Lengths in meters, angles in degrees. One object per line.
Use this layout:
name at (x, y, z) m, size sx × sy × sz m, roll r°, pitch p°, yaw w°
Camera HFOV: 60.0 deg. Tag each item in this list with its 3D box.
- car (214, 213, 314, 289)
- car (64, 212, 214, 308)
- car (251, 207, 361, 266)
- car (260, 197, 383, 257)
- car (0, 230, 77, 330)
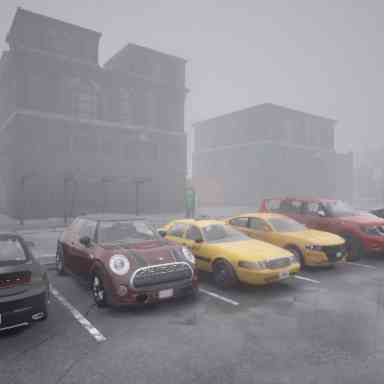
car at (0.497, 1.478, 9.559) m, size 1.946 × 1.575 × 5.366 m, roll 0°, pitch 0°, yaw -35°
car at (-1.796, 1.355, 8.196) m, size 2.185 × 1.767 × 4.553 m, roll 0°, pitch 0°, yaw -35°
car at (2.656, 1.481, 11.326) m, size 2.097 × 1.535 × 5.008 m, roll 0°, pitch 0°, yaw -35°
car at (4.944, 1.230, 12.910) m, size 2.435 × 2.045 × 5.566 m, roll 0°, pitch 0°, yaw -35°
car at (-4.145, 1.481, 6.481) m, size 2.231 × 1.521 × 4.892 m, roll 0°, pitch 0°, yaw -35°
